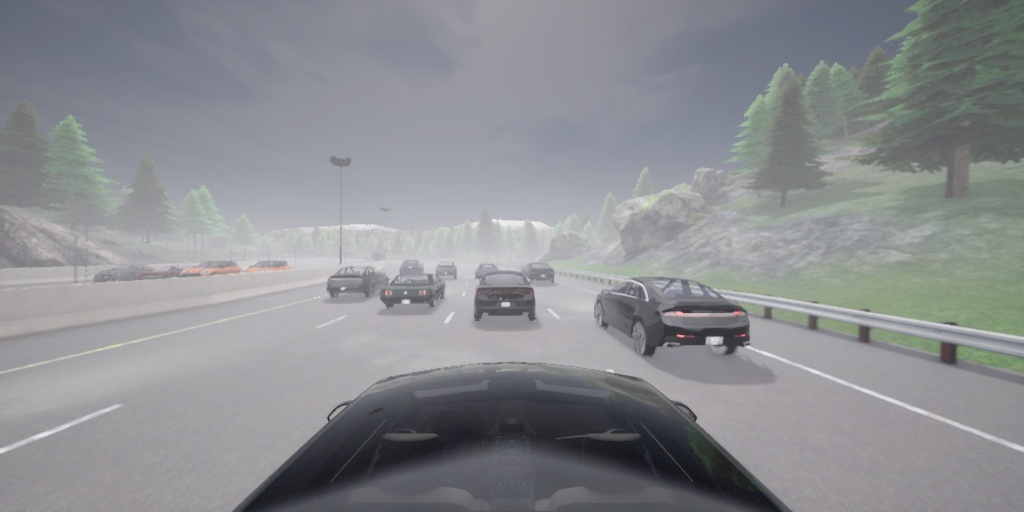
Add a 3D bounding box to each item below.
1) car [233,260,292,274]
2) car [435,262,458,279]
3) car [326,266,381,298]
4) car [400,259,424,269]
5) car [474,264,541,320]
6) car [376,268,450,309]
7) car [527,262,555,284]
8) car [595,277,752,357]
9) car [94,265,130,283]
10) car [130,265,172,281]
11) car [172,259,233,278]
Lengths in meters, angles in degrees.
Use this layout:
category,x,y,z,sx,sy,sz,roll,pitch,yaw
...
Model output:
category,x,y,z,sx,sy,sz,roll,pitch,yaw
car,-19.560,1.136,28.715,2.097,1.767,4.553,0,0,-8
car,-5.991,1.251,32.903,2.128,1.511,4.902,0,0,-9
car,-7.746,1.255,18.445,2.128,1.511,4.902,0,0,-5
car,-10.168,1.119,36.606,2.097,1.767,4.553,0,0,-10
car,-0.316,1.227,12.689,1.882,1.535,5.008,0,0,-3
car,-3.952,1.357,15.120,1.895,1.301,4.718,0,0,-4
car,1.871,1.222,27.288,1.882,1.535,5.008,0,0,-7
car,3.373,1.235,8.549,2.128,1.511,4.902,0,0,-2
car,-30.083,1.372,28.282,1.994,1.385,4.181,0,0,-8
car,-26.528,1.399,28.088,1.895,1.301,4.718,0,0,-8
car,-22.940,1.143,27.528,2.097,1.767,4.553,0,0,-7
